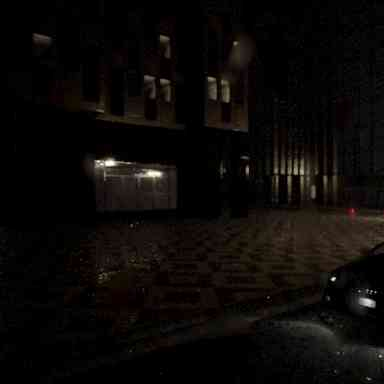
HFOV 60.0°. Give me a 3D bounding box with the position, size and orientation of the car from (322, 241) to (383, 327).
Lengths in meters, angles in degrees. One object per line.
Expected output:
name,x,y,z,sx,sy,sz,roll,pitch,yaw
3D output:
car,4.465,1.630,6.554,4.181,1.385,1.994,1,0,-35
